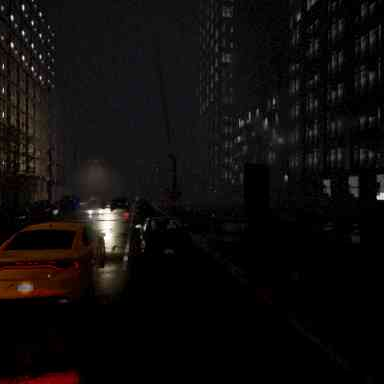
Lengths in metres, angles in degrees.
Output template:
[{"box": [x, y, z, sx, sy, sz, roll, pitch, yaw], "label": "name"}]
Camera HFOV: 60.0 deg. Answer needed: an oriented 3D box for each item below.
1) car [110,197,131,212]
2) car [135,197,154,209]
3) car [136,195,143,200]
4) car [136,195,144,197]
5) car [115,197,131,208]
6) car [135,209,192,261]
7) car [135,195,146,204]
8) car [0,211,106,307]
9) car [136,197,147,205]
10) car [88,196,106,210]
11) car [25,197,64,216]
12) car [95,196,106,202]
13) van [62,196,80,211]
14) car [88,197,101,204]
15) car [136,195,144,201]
[{"box": [-8.322, 1.321, 38.770, 2.097, 1.767, 4.553, 0, 0, -9], "label": "car"}, {"box": [-4.919, 1.545, 34.370, 1.947, 1.339, 4.313, 0, 0, -10], "label": "car"}, {"box": [-14.259, 1.468, 90.018, 1.887, 1.381, 4.507, 0, 0, -10], "label": "car"}, {"box": [-7.721, 1.530, 51.064, 1.947, 1.339, 4.313, 0, 0, -10], "label": "car"}, {"box": [-10.033, 1.507, 48.634, 2.033, 1.411, 5.357, 0, 0, -9], "label": "car"}, {"box": [-1.057, 1.547, 12.134, 2.008, 1.369, 4.403, 0, 0, -10], "label": "car"}, {"box": [-9.590, 1.393, 62.193, 1.967, 1.590, 4.097, 0, 0, -10], "label": "car"}, {"box": [-3.227, 1.470, 8.081, 1.882, 1.535, 5.008, 0, 0, -10], "label": "car"}, {"box": [-8.655, 1.540, 56.629, 1.802, 1.307, 4.206, 0, 0, -10], "label": "car"}, {"box": [-12.017, 1.522, 42.330, 1.994, 1.385, 4.181, 0, 0, -10], "label": "car"}, {"box": [-12.253, 1.405, 27.426, 1.967, 1.590, 4.097, 0, 0, -10], "label": "car"}, {"box": [-19.722, 1.488, 71.934, 1.947, 1.339, 4.313, 0, 0, -10], "label": "car"}, {"box": [-14.122, 1.296, 38.553, 1.690, 1.788, 3.998, 0, 0, -10], "label": "van"}, {"box": [-17.854, 1.515, 60.808, 1.802, 1.307, 4.206, 0, 0, -10], "label": "car"}, {"box": [-12.391, 1.501, 78.889, 1.947, 1.339, 4.313, 0, 0, -10], "label": "car"}]
